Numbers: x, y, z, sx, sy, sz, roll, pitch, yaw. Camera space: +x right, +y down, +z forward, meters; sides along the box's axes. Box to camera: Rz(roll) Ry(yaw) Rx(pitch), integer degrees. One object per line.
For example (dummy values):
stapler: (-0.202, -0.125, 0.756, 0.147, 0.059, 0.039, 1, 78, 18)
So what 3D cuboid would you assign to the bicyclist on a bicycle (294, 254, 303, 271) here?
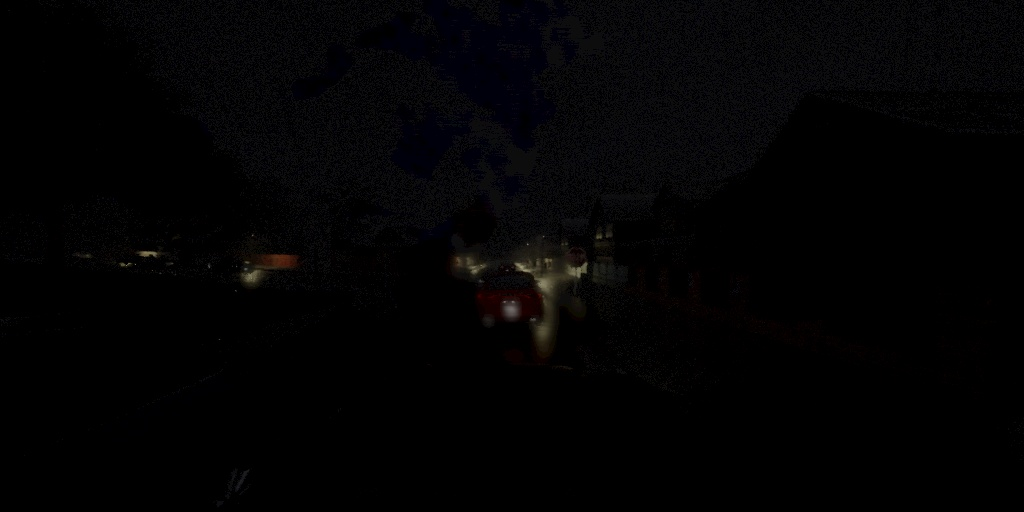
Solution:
bicyclist on a bicycle: (-20.847, 0.635, 35.719, 0.582, 1.620, 1.656, 1, 1, 29)

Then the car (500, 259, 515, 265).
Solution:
car: (-0.513, 1.307, 42.630, 1.895, 1.301, 4.718, 0, 0, -1)

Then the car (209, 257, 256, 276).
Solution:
car: (-24.003, 0.884, 30.774, 4.902, 1.511, 2.128, 1, 1, 29)

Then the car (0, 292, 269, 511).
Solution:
car: (-2.899, 1.104, 0.731, 2.097, 1.767, 4.553, 0, 0, 2)

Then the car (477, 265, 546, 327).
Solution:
car: (-0.036, 1.211, 11.503, 1.882, 1.535, 5.008, 0, 0, -1)

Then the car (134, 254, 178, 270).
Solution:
car: (-37.608, 0.670, 38.239, 4.902, 1.511, 2.128, 1, 1, 29)
